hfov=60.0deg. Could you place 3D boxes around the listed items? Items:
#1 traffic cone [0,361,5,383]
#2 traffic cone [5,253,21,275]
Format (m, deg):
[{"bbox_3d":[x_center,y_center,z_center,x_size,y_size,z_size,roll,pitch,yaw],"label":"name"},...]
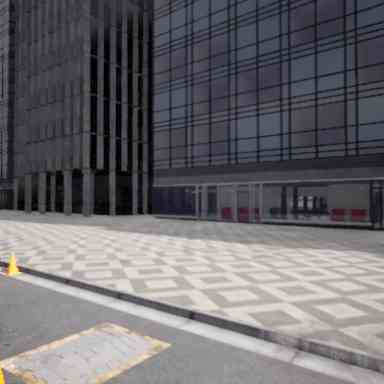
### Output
[{"bbox_3d":[-2.234,2.012,3.752,0.340,0.580,0.340,0,-1,37],"label":"traffic cone"},{"bbox_3d":[-5.235,2.096,9.750,0.340,0.580,0.340,0,-1,37],"label":"traffic cone"}]
